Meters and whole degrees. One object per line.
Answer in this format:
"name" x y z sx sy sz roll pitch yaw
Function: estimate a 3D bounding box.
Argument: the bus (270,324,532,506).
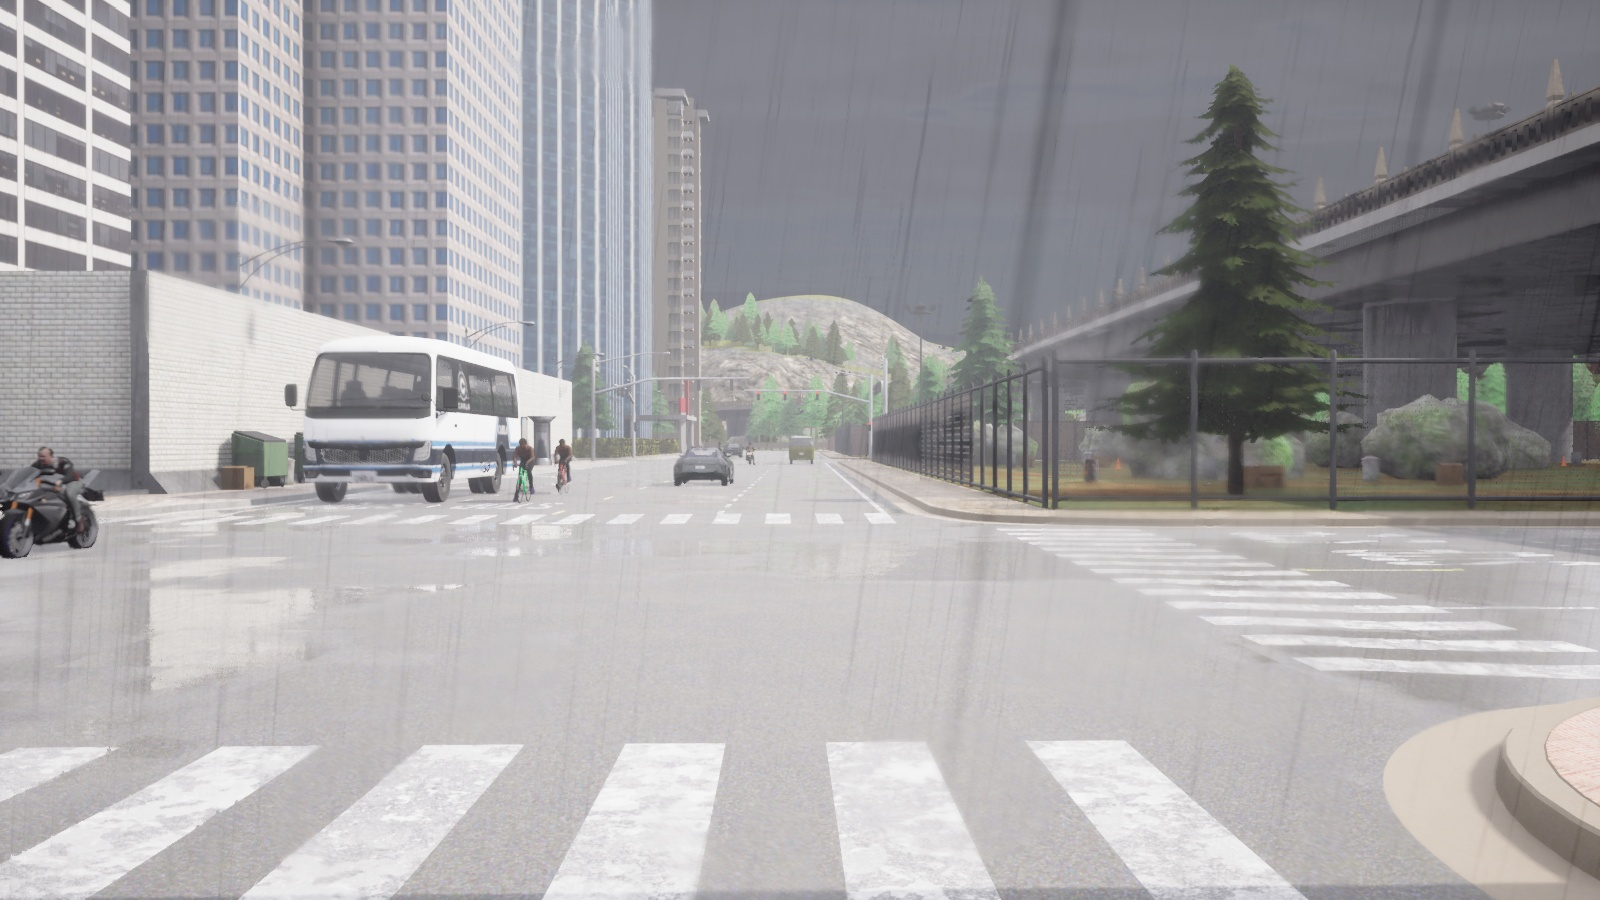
"bus" -10.448 -0.833 34.563 3.944 4.253 10.273 0 0 0

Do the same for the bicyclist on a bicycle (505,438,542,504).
"bicyclist on a bicycle" -6.952 0.515 31.641 0.582 1.620 1.656 0 1 0

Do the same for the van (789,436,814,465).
"van" 0.106 -0.003 89.002 1.775 1.987 4.442 0 0 0

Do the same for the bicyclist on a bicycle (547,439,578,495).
"bicyclist on a bicycle" -6.947 0.486 36.773 0.582 1.620 1.656 0 0 0

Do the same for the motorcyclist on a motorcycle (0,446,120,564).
"motorcyclist on a motorcycle" -10.467 0.716 17.436 0.866 1.530 2.191 0 0 0

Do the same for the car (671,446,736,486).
"car" -3.438 0.551 45.429 1.994 1.385 4.181 0 0 0
